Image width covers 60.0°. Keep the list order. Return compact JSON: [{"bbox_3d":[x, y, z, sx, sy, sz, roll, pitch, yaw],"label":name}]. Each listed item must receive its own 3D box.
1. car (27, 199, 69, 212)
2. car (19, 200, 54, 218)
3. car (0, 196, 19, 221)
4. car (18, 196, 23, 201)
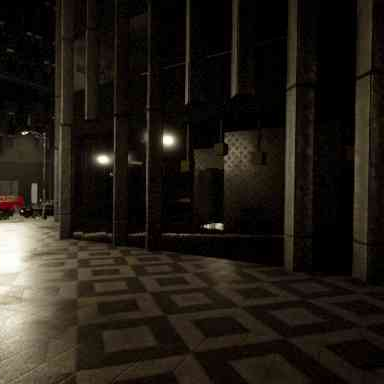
[{"bbox_3d":[-17.568,1.635,40.771,1.947,1.339,4.313,1,0,35],"label":"car"},{"bbox_3d":[-13.870,1.743,31.236,1.947,1.339,4.313,1,0,35],"label":"car"},{"bbox_3d":[-17.124,1.463,26.626,2.192,1.841,5.009,1,0,35],"label":"car"},{"bbox_3d":[-20.822,1.354,36.162,2.192,1.841,5.009,1,0,35],"label":"car"}]
